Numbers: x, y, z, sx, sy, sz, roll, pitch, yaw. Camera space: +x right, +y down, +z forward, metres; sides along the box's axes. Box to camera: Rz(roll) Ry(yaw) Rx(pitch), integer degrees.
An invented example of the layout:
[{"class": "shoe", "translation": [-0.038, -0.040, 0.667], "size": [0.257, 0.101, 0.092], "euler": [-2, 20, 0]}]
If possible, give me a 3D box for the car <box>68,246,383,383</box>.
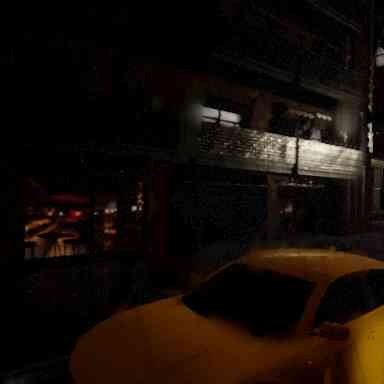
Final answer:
[{"class": "car", "translation": [1.170, 1.481, 3.906], "size": [5.008, 1.535, 1.882], "euler": [0, 0, -36]}]
